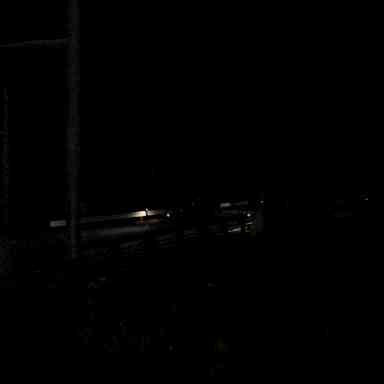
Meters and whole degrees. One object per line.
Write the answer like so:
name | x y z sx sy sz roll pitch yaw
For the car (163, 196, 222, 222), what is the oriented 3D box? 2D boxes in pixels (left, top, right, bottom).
car | 0.095 1.091 22.946 2.128 1.511 4.902 0 3 41

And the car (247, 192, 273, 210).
car | 6.974 0.779 30.642 1.882 1.535 5.008 0 1 42
